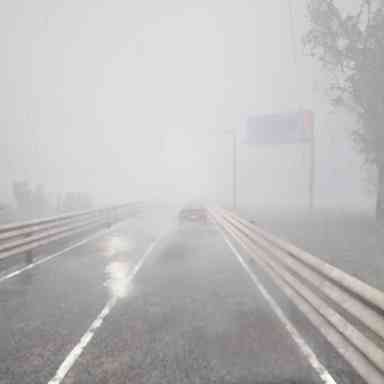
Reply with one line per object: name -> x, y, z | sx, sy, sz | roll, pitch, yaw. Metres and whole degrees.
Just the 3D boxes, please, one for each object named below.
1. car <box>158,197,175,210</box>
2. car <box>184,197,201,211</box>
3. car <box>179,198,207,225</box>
car -> -3.282, 1.380, 43.542 | 1.882, 1.535, 5.008 | 0, 0, 0
car -> 0.069, 1.475, 42.483 | 2.128, 1.511, 4.902 | 0, 0, 0
car -> 0.084, 1.468, 24.300 | 1.882, 1.535, 5.008 | 0, 0, 0
